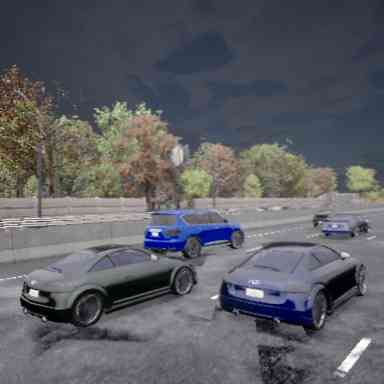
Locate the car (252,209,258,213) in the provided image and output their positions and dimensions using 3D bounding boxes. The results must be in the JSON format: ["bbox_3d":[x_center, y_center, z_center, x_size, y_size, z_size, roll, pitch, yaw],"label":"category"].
[{"bbox_3d":[5.915,2.715,38.467,2.097,1.767,4.553,-4,-3,41],"label":"car"}]

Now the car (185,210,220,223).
[{"bbox_3d":[1.434,3.224,43.953,1.837,1.490,4.892,-4,-3,41],"label":"car"}]

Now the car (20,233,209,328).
[{"bbox_3d":[-1.756,1.951,7.989,1.994,1.385,4.181,-4,-3,41],"label":"car"}]

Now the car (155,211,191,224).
[{"bbox_3d":[-2.517,3.376,44.736,1.837,1.490,4.892,-4,-3,41],"label":"car"}]

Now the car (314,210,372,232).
[{"bbox_3d":[10.139,2.115,21.698,2.033,1.411,5.357,-4,-3,41],"label":"car"}]

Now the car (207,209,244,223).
[{"bbox_3d":[4.276,3.042,41.896,2.128,1.511,4.902,-4,-3,41],"label":"car"}]

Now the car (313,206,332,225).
[{"bbox_3d":[12.321,2.318,29.546,1.837,1.490,4.892,-4,-3,41],"label":"car"}]

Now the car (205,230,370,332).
[{"bbox_3d":[2.441,1.803,7.490,1.994,1.385,4.181,-4,-3,41],"label":"car"}]

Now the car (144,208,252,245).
[{"bbox_3d":[0.257,1.851,15.669,2.150,2.045,5.566,-4,-3,41],"label":"car"}]
